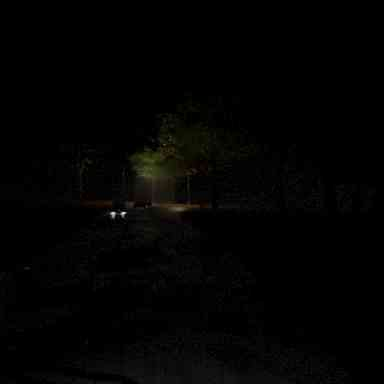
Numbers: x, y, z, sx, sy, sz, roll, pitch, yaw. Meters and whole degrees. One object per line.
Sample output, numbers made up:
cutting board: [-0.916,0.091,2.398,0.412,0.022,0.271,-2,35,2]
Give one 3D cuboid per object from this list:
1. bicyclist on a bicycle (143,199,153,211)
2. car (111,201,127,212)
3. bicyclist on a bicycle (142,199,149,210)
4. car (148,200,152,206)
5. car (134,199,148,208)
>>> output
bicyclist on a bicycle: [-5.339,1.726,42.447,0.866,1.612,1.509,-3,0,-13]
car: [-9.583,1.896,43.643,2.033,1.411,5.357,0,-1,-12]
bicyclist on a bicycle: [-7.159,1.884,51.134,0.866,1.612,1.509,0,-3,-12]
car: [-10.273,2.435,74.953,1.837,1.490,4.892,0,-1,4]
car: [-9.529,2.224,60.848,1.994,1.385,4.181,0,-1,-6]
